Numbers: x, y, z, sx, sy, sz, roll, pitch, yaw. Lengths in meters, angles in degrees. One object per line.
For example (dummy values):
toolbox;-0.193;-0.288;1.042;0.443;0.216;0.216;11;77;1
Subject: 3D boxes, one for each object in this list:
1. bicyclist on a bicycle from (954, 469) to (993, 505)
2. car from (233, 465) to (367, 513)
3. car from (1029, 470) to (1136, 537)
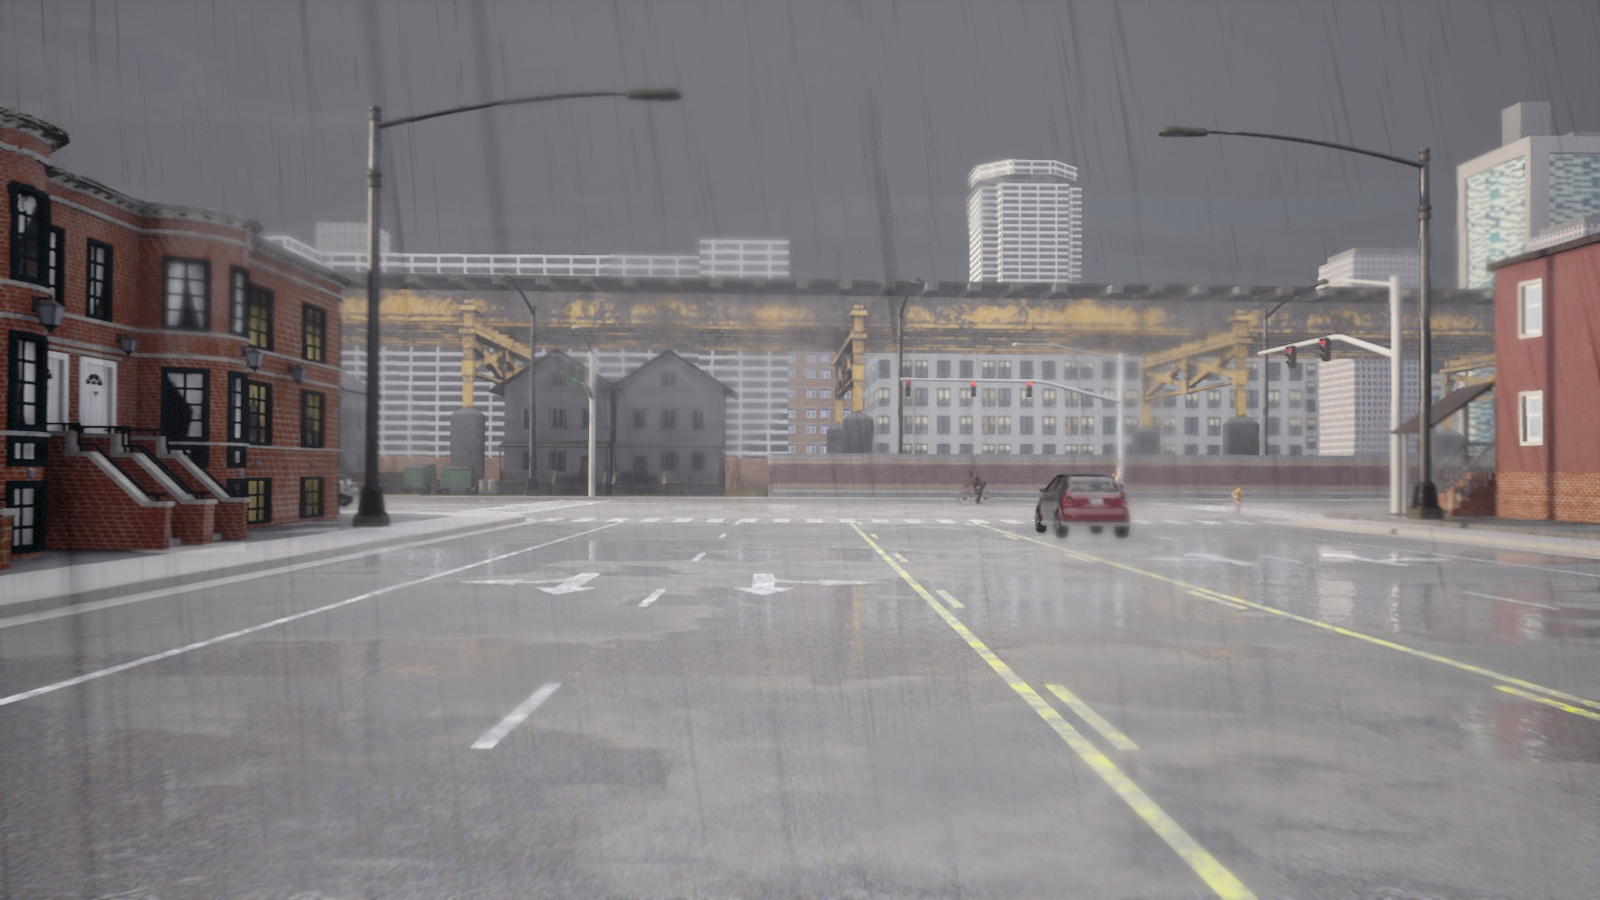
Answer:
bicyclist on a bicycle;7.936;1.699;57.514;1.656;1.620;0.582;-1;-1;0
car;-20.032;1.556;50.467;4.605;1.855;1.932;0;-1;0
car;6.924;1.286;31.110;1.789;1.549;3.705;0;-1;0
